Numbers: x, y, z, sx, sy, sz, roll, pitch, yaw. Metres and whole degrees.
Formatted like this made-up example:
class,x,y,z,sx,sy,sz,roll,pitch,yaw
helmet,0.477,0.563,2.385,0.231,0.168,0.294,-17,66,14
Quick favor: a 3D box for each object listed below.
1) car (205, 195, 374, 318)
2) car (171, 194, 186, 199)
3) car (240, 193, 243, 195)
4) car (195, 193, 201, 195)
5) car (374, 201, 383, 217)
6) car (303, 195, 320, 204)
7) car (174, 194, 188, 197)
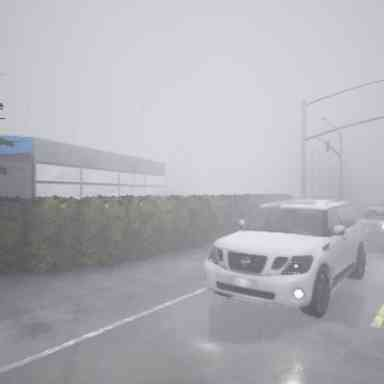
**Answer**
class,x,y,z,sx,sy,sz,roll,pitch,yaw
car,2.570,1.221,7.975,2.150,2.045,5.566,0,0,38
car,-3.537,1.232,89.811,1.970,1.475,3.806,0,0,38
car,11.810,1.077,78.250,1.905,1.878,3.866,0,0,38
car,1.722,1.153,86.119,2.152,1.636,5.027,0,0,38
car,16.786,1.525,28.516,4.674,1.442,1.812,0,0,-33
car,22.009,1.384,61.231,1.970,1.475,3.806,0,0,38
car,-2.061,1.298,66.121,2.007,1.523,4.514,0,0,38
